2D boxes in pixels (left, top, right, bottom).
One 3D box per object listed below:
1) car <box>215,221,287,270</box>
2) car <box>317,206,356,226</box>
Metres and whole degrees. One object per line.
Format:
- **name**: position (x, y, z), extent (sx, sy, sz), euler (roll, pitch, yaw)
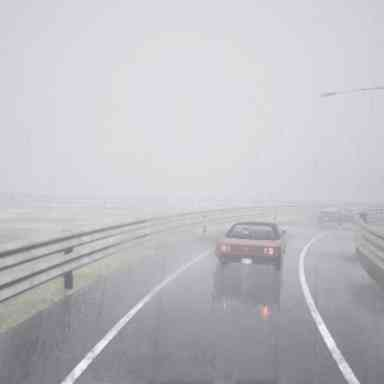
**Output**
- **car**: position (2.226, 1.658, 11.377), extent (1.895, 1.301, 4.718), euler (1, 0, 18)
- **car**: position (11.422, 1.823, 26.137), extent (1.812, 1.442, 4.674), euler (1, 0, 43)
